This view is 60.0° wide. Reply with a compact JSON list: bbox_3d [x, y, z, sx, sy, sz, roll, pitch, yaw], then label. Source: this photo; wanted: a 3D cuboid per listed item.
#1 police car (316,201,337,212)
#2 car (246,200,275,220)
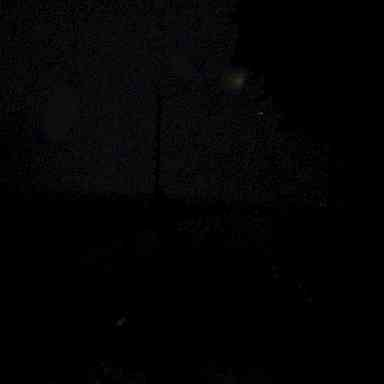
[{"bbox_3d":[21.539,2.328,53.109,2.038,1.542,4.974,2,0,41],"label":"police car"},{"bbox_3d":[5.896,1.458,28.367,1.882,1.535,5.008,1,-1,21],"label":"car"}]
